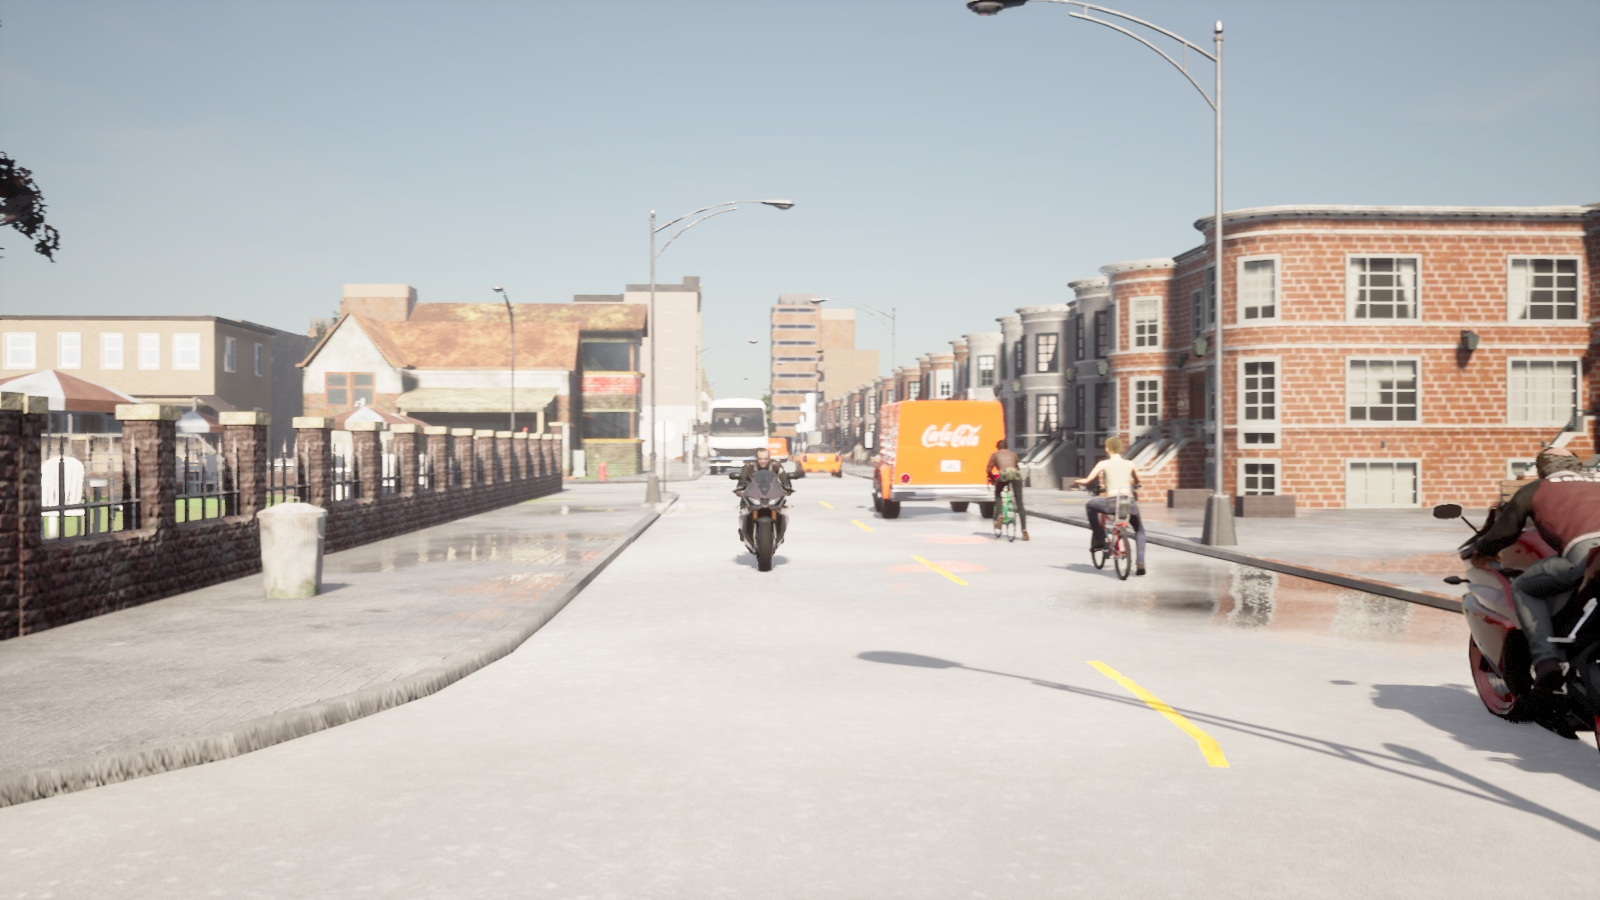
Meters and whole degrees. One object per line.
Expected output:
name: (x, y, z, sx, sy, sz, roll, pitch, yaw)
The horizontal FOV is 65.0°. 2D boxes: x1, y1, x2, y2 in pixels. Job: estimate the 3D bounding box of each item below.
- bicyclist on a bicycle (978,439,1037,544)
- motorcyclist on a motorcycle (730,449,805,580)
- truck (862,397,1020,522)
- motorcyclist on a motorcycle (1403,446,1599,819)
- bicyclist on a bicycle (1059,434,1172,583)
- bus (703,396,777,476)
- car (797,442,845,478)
bicyclist on a bicycle: (3.325, 0.642, 20.210, 0.582, 1.620, 1.656, 0, 0, -3)
motorcyclist on a motorcycle: (-0.438, 0.752, 15.788, 0.866, 1.530, 2.191, 0, 0, -3)
truck: (2.930, 0.191, 27.548, 2.627, 2.467, 5.204, 0, 0, -3)
motorcyclist on a motorcycle: (3.763, 0.749, 6.179, 0.866, 1.530, 2.191, -1, 0, 10)
bicyclist on a bicycle: (3.619, 0.633, 14.554, 0.866, 1.612, 1.509, 0, 1, -2)
bus: (-3.431, -0.747, 71.993, 3.944, 4.253, 10.273, 0, 0, -3)
car: (1.027, 0.479, 63.542, 2.097, 1.767, 4.553, 0, 0, -3)
